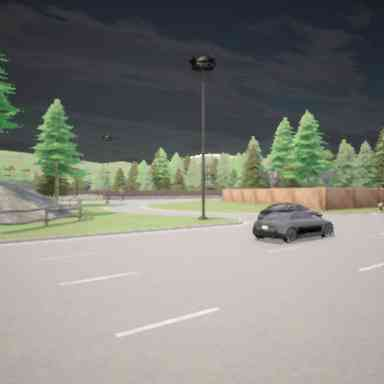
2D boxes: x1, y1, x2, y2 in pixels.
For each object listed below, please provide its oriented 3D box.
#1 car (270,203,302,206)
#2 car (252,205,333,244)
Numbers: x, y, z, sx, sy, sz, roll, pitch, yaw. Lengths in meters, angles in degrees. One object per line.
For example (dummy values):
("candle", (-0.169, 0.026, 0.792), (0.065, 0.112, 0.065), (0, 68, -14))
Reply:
("car", (6.359, 1.449, 21.184), (4.892, 1.490, 1.837), (0, 0, -35))
("car", (4.840, 1.521, 15.803), (4.181, 1.385, 1.994), (0, 0, -35))
